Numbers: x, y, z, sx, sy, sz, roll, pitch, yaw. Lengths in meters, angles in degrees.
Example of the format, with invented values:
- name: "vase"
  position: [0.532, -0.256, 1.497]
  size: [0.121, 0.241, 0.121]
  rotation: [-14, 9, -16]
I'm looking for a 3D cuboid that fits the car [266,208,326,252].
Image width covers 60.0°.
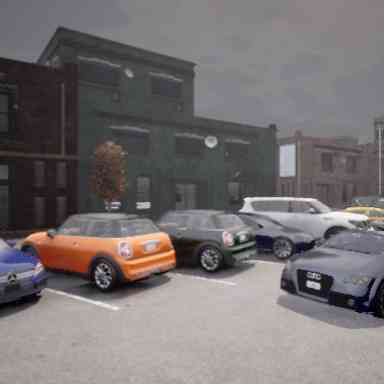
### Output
- name: "car"
  position: [2.206, 1.518, 12.591]
  size: [4.792, 1.488, 2.163]
  rotation: [-1, -1, 35]

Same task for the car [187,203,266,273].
- name: "car"
  position: [-0.255, 1.361, 10.851]
  size: [4.553, 1.767, 2.185]
  rotation: [-1, -1, 35]

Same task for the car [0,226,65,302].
- name: "car"
  position: [-5.185, 1.526, 7.413]
  size: [4.674, 1.452, 2.002]
  rotation: [-1, -1, 35]

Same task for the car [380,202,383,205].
- name: "car"
  position: [9.698, 1.494, 17.687]
  size: [5.366, 1.575, 1.946]
  rotation: [-1, -1, 35]

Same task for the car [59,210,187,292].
- name: "car"
  position: [-2.708, 1.360, 9.121]
  size: [4.553, 1.767, 2.185]
  rotation: [-1, -1, 35]

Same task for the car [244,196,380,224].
- name: "car"
  position: [4.657, 1.239, 14.322]
  size: [5.566, 2.045, 2.435]
  rotation: [-1, -1, 35]

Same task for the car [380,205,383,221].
- name: "car"
  position: [7.114, 1.524, 16.045]
  size: [4.792, 1.488, 2.163]
  rotation: [-1, -1, 35]

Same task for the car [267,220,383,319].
- name: "car"
  position: [3.908, 1.566, 7.396]
  size: [4.181, 1.385, 1.994]
  rotation: [0, 0, -35]

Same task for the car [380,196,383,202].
- name: "car"
  position: [12.022, 1.253, 19.524]
  size: [5.566, 2.045, 2.435]
  rotation: [-1, -1, 35]
